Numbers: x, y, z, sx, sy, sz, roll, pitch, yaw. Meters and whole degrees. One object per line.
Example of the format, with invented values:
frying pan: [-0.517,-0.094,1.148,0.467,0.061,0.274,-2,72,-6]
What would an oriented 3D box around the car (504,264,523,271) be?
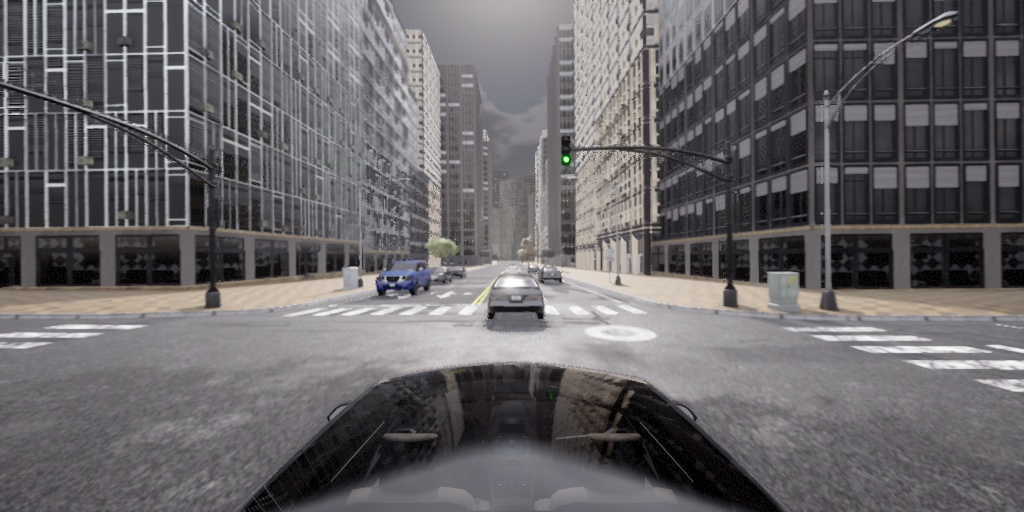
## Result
car: [0.131,1.725,35.540,1.812,1.442,4.674,-1,-1,0]

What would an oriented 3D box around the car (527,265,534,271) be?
car: [3.327,2.006,54.630,2.033,1.411,5.357,-1,-1,1]

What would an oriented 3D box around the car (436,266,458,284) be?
car: [-6.539,1.708,32.379,2.128,1.511,4.902,-1,-1,0]

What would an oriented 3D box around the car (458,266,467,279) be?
car: [-6.464,1.920,42.683,2.033,1.411,5.357,-1,-1,0]

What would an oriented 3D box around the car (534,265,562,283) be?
car: [3.378,1.667,32.422,2.033,1.411,5.357,-1,-1,0]

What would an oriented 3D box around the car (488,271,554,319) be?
car: [0.122,1.360,12.970,2.033,1.411,5.357,0,-2,0]

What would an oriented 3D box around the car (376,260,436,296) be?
car: [-6.587,1.286,22.467,2.150,2.045,5.566,-1,-1,0]
